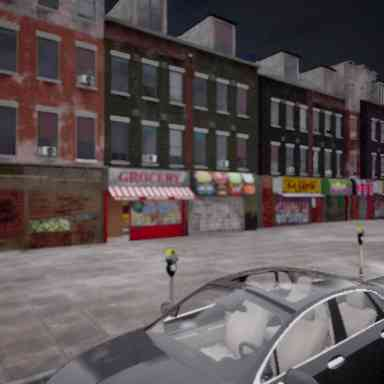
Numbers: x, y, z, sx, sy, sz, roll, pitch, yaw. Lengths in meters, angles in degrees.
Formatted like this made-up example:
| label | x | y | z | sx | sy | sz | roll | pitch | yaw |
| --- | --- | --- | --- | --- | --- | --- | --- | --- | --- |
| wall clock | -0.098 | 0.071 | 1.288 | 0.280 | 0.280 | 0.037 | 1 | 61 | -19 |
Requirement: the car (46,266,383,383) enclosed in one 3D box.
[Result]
| label | x | y | z | sx | sy | sz | roll | pitch | yaw |
| --- | --- | --- | --- | --- | --- | --- | --- | --- | --- |
| car | 0.749 | 1.558 | 3.361 | 4.403 | 1.369 | 2.008 | 0 | 0 | -36 |
